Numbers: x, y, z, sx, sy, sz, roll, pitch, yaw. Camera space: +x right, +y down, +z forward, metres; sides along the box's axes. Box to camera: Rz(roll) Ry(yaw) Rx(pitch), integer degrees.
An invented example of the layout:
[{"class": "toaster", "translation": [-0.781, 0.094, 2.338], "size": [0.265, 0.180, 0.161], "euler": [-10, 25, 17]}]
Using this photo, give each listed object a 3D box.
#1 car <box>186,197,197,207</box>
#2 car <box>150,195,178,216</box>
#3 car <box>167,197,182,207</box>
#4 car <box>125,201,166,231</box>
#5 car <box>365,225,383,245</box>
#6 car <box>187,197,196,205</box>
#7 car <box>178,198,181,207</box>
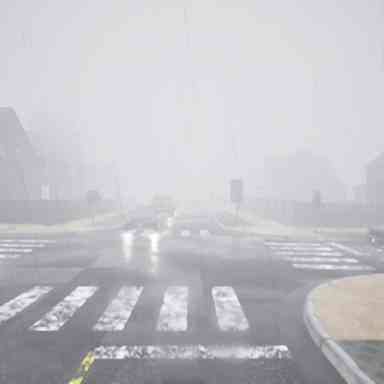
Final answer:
[{"class": "car", "translation": [-0.086, 1.759, 56.242], "size": [1.994, 1.385, 4.181], "euler": [0, 0, 0]}, {"class": "car", "translation": [-2.895, 1.278, 33.531], "size": [2.150, 2.045, 5.566], "euler": [0, 0, 0]}, {"class": "car", "translation": [-2.882, 1.679, 55.287], "size": [2.128, 1.511, 4.902], "euler": [0, 0, 1]}, {"class": "car", "translation": [-2.882, 1.543, 20.727], "size": [1.812, 1.442, 4.674], "euler": [0, 0, 0]}, {"class": "car", "translation": [10.336, 1.688, 13.982], "size": [5.357, 1.411, 2.033], "euler": [1, 1, 2]}, {"class": "car", "translation": [-0.103, 1.784, 66.251], "size": [1.837, 1.490, 4.892], "euler": [0, -1, 0]}, {"class": "car", "translation": [-2.902, 1.458, 43.437], "size": [2.097, 1.767, 4.553], "euler": [0, -1, 0]}]
